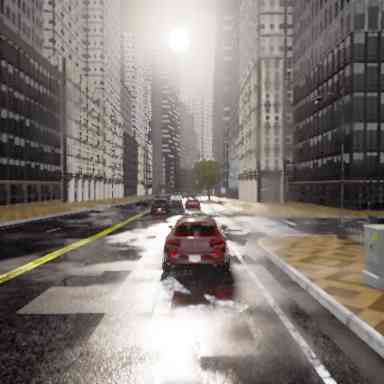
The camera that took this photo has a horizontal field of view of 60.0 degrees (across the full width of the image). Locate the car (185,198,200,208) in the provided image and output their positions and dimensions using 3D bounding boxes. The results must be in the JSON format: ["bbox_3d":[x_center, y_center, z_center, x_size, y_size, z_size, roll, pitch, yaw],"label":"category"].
[{"bbox_3d":[0.108,1.467,45.575,1.994,1.385,4.181,0,0,0],"label":"car"}]

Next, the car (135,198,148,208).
[{"bbox_3d":[-6.573,1.504,45.744,1.895,1.301,4.718,0,0,0],"label":"car"}]

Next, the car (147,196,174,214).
[{"bbox_3d":[-3.147,1.421,34.543,1.837,1.490,4.892,0,0,0],"label":"car"}]

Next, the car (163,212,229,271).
[{"bbox_3d":[0.163,1.503,10.681,1.812,1.442,4.674,0,0,2],"label":"car"}]

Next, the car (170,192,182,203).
[{"bbox_3d":[-3.138,1.082,66.216,2.150,2.045,5.566,0,0,0],"label":"car"}]
